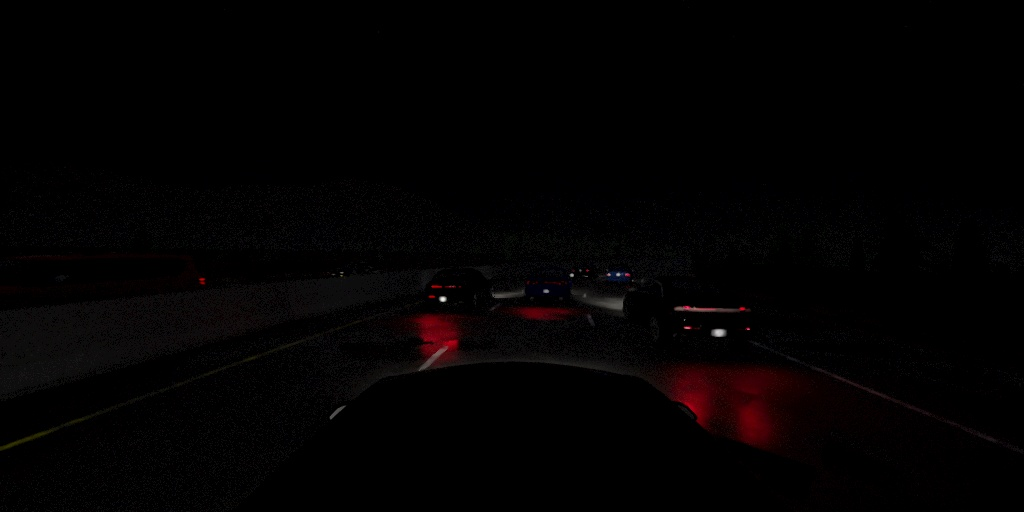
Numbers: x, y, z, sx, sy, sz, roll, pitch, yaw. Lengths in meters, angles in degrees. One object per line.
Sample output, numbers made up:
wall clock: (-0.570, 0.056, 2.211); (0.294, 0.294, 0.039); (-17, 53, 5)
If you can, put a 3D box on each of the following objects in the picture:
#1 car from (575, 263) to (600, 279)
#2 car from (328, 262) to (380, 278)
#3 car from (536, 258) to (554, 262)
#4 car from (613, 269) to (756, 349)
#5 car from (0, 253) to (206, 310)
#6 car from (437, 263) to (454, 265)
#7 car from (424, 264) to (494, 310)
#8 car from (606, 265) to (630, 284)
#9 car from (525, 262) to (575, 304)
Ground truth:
car: (7.029, 1.346, 34.095); (2.033, 1.411, 5.357); (0, 0, 23)
car: (-13.074, 1.224, 29.942); (1.837, 1.490, 4.892); (0, 0, 16)
car: (4.786, 1.160, 52.921); (2.097, 1.767, 4.553); (0, 0, 32)
car: (4.218, 1.263, 9.284); (2.128, 1.511, 4.902); (0, 0, 6)
car: (-10.163, 0.936, 8.202); (2.150, 2.045, 5.566); (0, 0, 5)
car: (-7.076, 1.347, 36.831); (1.895, 1.301, 4.718); (0, 0, 22)
car: (-2.041, 1.256, 14.902); (1.837, 1.490, 4.892); (0, 0, 9)
car: (8.120, 1.345, 27.073); (2.033, 1.411, 5.357); (0, 0, 19)
car: (1.807, 1.244, 16.595); (1.882, 1.535, 5.008); (0, 0, 11)
